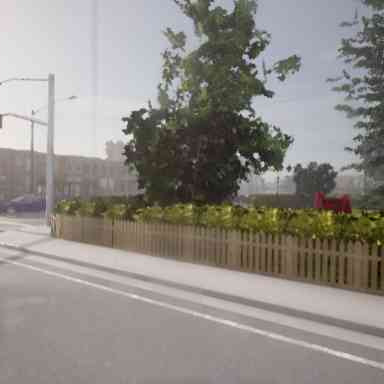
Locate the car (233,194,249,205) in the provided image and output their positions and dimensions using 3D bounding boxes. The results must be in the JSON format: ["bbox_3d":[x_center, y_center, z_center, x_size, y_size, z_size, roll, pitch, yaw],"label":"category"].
[{"bbox_3d":[7.151,1.076,49.898,1.837,1.490,4.892,1,1,36],"label":"car"}]

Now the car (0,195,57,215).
[{"bbox_3d":[-13.520,0.982,27.064,1.882,1.535,5.008,1,1,35],"label":"car"}]
